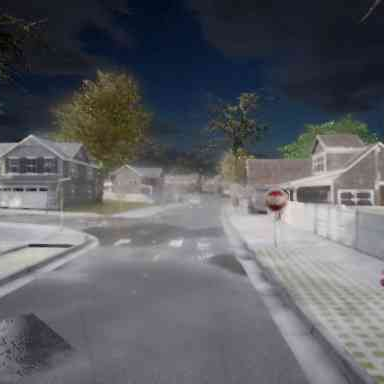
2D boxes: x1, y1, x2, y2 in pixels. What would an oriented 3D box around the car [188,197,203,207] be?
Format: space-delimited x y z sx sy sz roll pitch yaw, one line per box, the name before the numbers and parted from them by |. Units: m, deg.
car | 0.619 1.539 51.737 1.812 1.442 4.674 0 1 7
